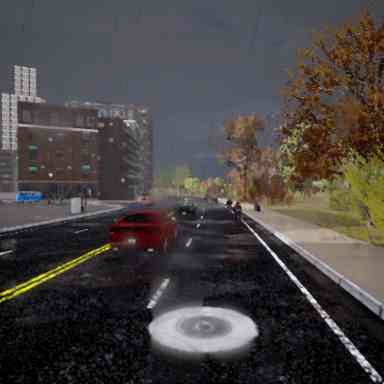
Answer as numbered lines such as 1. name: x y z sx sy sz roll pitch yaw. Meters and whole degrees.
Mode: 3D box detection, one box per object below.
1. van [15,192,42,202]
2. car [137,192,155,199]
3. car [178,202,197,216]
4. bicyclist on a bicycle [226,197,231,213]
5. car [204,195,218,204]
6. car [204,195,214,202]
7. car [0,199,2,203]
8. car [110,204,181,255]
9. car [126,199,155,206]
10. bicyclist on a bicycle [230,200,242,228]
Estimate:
1. van: -27.431 0.848 56.096 3.998 1.788 1.690 1 -1 -27
2. car: -6.485 0.990 46.893 2.150 2.045 5.566 0 0 -1
3. car: -0.539 1.574 31.721 1.895 1.301 4.718 0 0 3
4. bicyclist on a bicycle: 3.445 1.343 30.540 0.659 1.776 1.843 0 0 3
5. car: 3.647 1.428 59.956 2.128 1.511 4.902 0 0 1
6. car: 3.617 1.394 73.274 1.882 1.535 5.008 0 0 -1
7. car: -28.662 1.077 46.012 4.206 1.307 1.802 1 -1 -27
8. car: -1.771 1.467 13.434 1.882 1.535 5.008 0 0 5
9. car: -4.332 1.527 25.803 2.033 1.411 5.357 0 0 4
10. bicyclist on a bicycle: 2.827 1.436 20.642 0.582 1.620 1.656 0 0 4
